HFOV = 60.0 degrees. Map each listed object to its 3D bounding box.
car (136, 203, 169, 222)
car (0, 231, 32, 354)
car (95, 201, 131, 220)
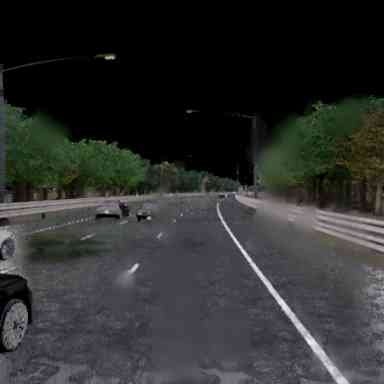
[{"bbox_3d":[-2.849,1.478,25.018,1.895,1.301,4.718,0,0,2],"label":"car"},{"bbox_3d":[-3.365,1.474,3.176,2.128,1.511,4.902,0,0,0],"label":"car"},{"bbox_3d":[-6.269,1.431,26.760,1.994,1.385,4.181,0,0,2],"label":"car"}]
